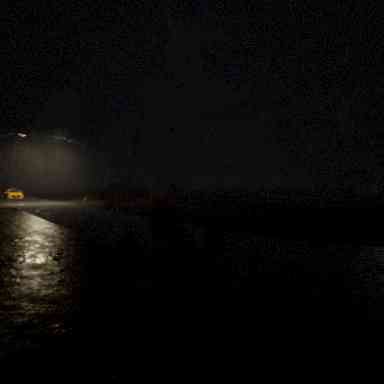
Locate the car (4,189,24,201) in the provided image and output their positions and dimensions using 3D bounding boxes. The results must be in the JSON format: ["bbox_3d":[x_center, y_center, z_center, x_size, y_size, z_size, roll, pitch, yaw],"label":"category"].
[{"bbox_3d":[-24.522,0.312,45.746,1.882,1.535,5.008,-1,2,-36],"label":"car"}]
